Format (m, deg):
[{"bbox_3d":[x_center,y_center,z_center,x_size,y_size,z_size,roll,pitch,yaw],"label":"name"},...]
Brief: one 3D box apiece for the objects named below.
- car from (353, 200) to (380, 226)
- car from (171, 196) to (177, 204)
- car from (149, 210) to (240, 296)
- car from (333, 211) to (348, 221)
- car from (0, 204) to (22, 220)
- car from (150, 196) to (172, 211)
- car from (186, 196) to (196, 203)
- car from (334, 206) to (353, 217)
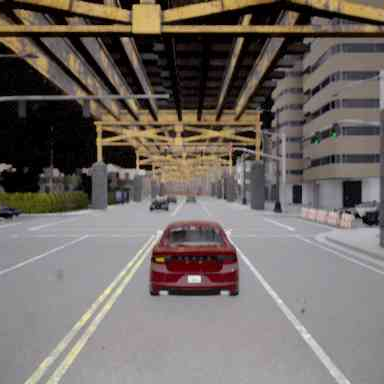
[{"bbox_3d":[13.211,1.411,21.344,4.974,1.542,2.038,0,0,-20],"label":"car"},{"bbox_3d":[-3.665,1.433,60.081,2.033,1.411,5.357,0,0,0],"label":"car"},{"bbox_3d":[0.054,1.461,8.644,1.882,1.535,5.008,0,0,0],"label":"car"},{"bbox_3d":[13.528,1.403,25.503,4.974,1.542,2.038,0,0,25],"label":"car"},{"bbox_3d":[-15.863,1.552,25.550,4.718,1.301,1.895,0,0,0],"label":"car"},{"bbox_3d":[-3.684,1.490,38.283,1.994,1.385,4.181,0,0,0],"label":"car"},{"bbox_3d":[-0.152,1.426,63.320,2.033,1.411,5.357,0,0,0],"label":"car"},{"bbox_3d":[13.575,1.246,25.481,4.536,1.218,1.853,0,0,25],"label":"car"}]
